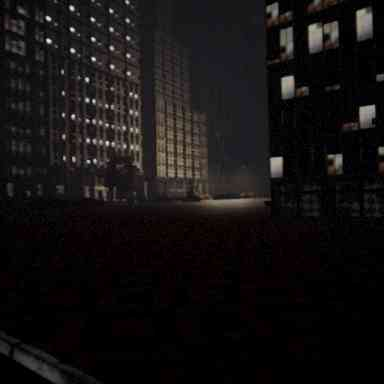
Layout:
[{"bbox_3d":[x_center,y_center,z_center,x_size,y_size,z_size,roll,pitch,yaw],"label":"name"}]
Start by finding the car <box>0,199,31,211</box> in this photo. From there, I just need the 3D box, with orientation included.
[{"bbox_3d":[-19.265,1.296,33.335,1.752,1.417,4.829,-2,-1,35],"label":"car"}]

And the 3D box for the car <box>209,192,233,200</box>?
[{"bbox_3d":[6.128,1.004,69.885,1.967,1.590,4.097,-2,-1,35],"label":"car"}]

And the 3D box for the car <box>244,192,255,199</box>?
[{"bbox_3d":[12.541,0.957,79.030,1.967,1.590,4.097,-2,-1,35],"label":"car"}]

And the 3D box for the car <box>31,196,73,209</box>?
[{"bbox_3d":[-16.179,1.183,37.784,1.967,1.590,4.097,-2,-1,35],"label":"car"}]

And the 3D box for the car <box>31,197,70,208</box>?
[{"bbox_3d":[-19.733,1.471,46.729,1.752,1.417,4.829,-2,-1,35],"label":"car"}]

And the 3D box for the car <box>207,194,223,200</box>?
[{"bbox_3d":[5.884,1.292,83.631,1.887,1.381,4.507,-2,-1,35],"label":"car"}]

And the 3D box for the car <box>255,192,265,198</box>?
[{"bbox_3d":[15.745,0.809,83.604,2.192,1.841,5.009,-2,-1,35],"label":"car"}]

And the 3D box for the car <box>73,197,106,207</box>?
[{"bbox_3d":[-12.991,1.298,42.370,1.802,1.307,4.206,-2,-1,35],"label":"car"}]

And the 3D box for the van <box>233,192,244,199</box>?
[{"bbox_3d":[9.338,0.881,74.455,1.690,1.788,3.998,-2,-1,35],"label":"van"}]

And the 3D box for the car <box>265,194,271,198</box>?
[{"bbox_3d":[18.972,1.037,88.163,1.947,1.339,4.313,-2,-1,35],"label":"car"}]

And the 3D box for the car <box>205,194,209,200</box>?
[{"bbox_3d":[2.691,1.211,79.037,1.967,1.590,4.097,-2,-1,35],"label":"car"}]

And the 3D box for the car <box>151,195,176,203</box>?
[{"bbox_3d":[-5.852,1.352,61.978,2.033,1.411,5.357,-2,-1,35],"label":"car"}]

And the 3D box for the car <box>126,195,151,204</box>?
[{"bbox_3d":[-10.069,1.306,60.655,1.967,1.590,4.097,-2,-1,35],"label":"car"}]

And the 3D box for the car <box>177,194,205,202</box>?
[{"bbox_3d":[-0.148,1.136,60.853,1.752,1.417,4.829,-2,-1,35],"label":"car"}]

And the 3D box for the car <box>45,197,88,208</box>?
[{"bbox_3d":[-17.171,1.415,45.844,2.033,1.411,5.357,-2,-1,35],"label":"car"}]

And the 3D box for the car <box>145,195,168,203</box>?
[{"bbox_3d":[-6.876,1.386,65.249,1.887,1.381,4.507,-2,-1,35],"label":"car"}]

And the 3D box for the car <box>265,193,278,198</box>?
[{"bbox_3d":[22.253,0.975,92.891,1.752,1.417,4.829,-2,-1,35],"label":"car"}]
